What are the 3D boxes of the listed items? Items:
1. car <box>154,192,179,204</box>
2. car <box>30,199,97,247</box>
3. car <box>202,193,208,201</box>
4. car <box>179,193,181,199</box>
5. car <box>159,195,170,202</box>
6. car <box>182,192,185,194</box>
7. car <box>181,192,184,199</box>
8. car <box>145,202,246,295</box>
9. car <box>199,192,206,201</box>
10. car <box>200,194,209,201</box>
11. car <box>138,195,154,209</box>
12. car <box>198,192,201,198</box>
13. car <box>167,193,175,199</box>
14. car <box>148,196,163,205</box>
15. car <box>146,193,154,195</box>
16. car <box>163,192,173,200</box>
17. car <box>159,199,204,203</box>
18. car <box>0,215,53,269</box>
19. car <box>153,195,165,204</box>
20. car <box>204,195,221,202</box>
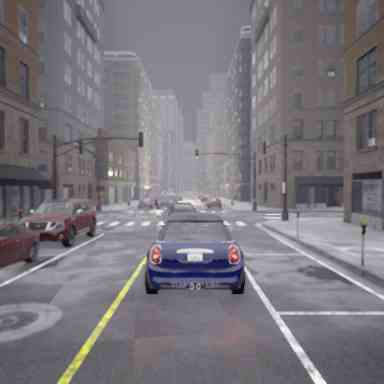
[{"bbox_3d":[-3.126,1.158,41.078,2.097,1.767,4.553,0,0,0],"label":"car"},{"bbox_3d":[-5.688,1.239,14.679,2.192,1.841,5.009,-1,0,0],"label":"car"},{"bbox_3d":[2.815,1.305,47.447,1.752,1.417,4.829,-1,0,0],"label":"car"},{"bbox_3d":[-3.128,1.261,50.211,2.128,1.511,4.902,0,0,0],"label":"car"},{"bbox_3d":[-5.726,1.252,69.504,2.008,1.369,4.403,-1,0,0],"label":"car"},{"bbox_3d":[-3.051,1.281,71.041,1.895,1.301,4.718,0,0,0],"label":"car"},{"bbox_3d":[-3.097,1.278,60.821,2.033,1.411,5.357,0,0,1],"label":"car"},{"bbox_3d":[0.071,1.306,8.737,2.097,1.767,4.553,0,0,0],"label":"car"},{"bbox_3d":[2.803,1.264,63.967,1.887,1.381,4.507,-1,0,0],"label":"car"},{"bbox_3d":[2.795,1.228,75.095,1.887,1.381,4.507,-1,0,0],"label":"car"},{"bbox_3d":[-5.706,1.385,41.681,1.802,1.307,4.206,-1,0,0],"label":"car"},{"bbox_3d":[2.797,1.141,69.530,1.967,1.590,4.097,-1,0,0],"label":"car"},{"bbox_3d":[-5.744,1.072,91.765,1.967,1.590,4.097,-1,0,0],"label":"car"},{"bbox_3d":[-5.714,1.304,52.810,1.887,1.381,4.507,-1,0,0],"label":"car"},{"bbox_3d":[-5.713,1.096,47.244,2.192,1.841,5.009,-1,0,0],"label":"car"},{"bbox_3d":[-5.738,0.982,80.634,2.192,1.841,5.009,-1,0,0],"label":"car"},{"bbox_3d":[-0.768,1.403,20.786,1.837,1.490,4.892,0,0,-10],"label":"car"},{"bbox_3d":[-5.681,1.534,9.098,1.802,1.307,4.206,-1,0,0],"label":"car"},{"bbox_3d":[-5.718,1.265,58.204,1.752,1.417,4.829,-1,0,0],"label":"car"},{"bbox_3d":[2.819,1.385,41.714,1.802,1.307,4.206,-1,0,0],"label":"car"}]
